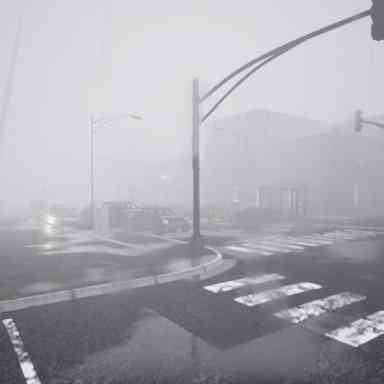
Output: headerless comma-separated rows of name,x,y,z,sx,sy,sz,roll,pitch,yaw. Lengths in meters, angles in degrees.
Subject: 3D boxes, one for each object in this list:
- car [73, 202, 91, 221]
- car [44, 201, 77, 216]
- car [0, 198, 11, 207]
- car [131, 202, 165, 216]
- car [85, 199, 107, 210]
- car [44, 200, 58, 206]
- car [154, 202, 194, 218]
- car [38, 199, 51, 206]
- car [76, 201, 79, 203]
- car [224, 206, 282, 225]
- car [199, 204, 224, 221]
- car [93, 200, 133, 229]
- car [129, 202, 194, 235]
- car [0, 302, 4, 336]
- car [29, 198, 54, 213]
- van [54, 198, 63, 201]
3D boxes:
car,-8.607,1.919,29.492,2.008,1.369,4.403,-1,0,-36
car,-15.312,2.053,38.596,2.008,1.369,4.403,-1,0,-36
car,-42.171,2.357,74.990,2.192,1.841,5.009,-1,0,-36
car,-5.221,1.912,38.970,2.008,1.369,4.403,-1,0,-36
car,-15.281,2.003,52.626,1.967,1.590,4.097,-1,0,-36
car,-32.040,2.445,75.389,1.887,1.381,4.507,-1,0,-36
car,-1.969,1.822,34.554,1.752,1.417,4.829,-1,0,-36
car,-35.494,2.495,80.079,1.752,1.417,4.829,-1,0,-36
car,-21.983,2.280,61.732,1.802,1.307,4.206,-1,0,-36
car,4.838,1.726,25.312,1.947,1.339,4.313,-1,0,-36
car,1.383,1.755,30.002,1.752,1.417,4.829,-1,0,-36
car,-5.259,1.616,24.938,2.192,1.841,5.009,-1,0,-36
car,-1.903,1.674,20.387,1.967,1.590,4.097,-1,0,-36
car,-4.501,1.545,3.359,4.507,1.381,1.887,0,0,-35
car,-22.023,1.952,47.700,2.192,1.841,5.009,-1,0,-36
van,-28.693,2.174,70.836,1.690,1.788,3.998,-1,0,-36
